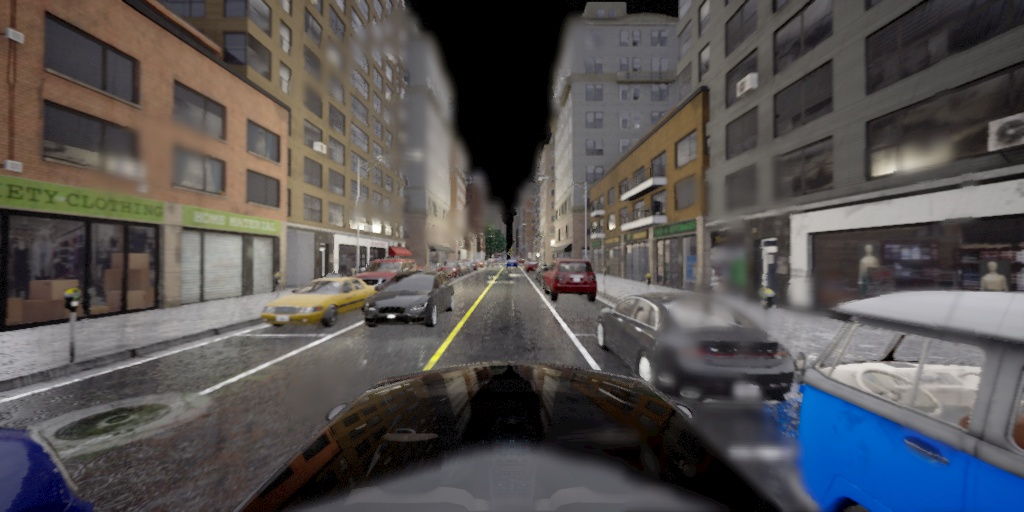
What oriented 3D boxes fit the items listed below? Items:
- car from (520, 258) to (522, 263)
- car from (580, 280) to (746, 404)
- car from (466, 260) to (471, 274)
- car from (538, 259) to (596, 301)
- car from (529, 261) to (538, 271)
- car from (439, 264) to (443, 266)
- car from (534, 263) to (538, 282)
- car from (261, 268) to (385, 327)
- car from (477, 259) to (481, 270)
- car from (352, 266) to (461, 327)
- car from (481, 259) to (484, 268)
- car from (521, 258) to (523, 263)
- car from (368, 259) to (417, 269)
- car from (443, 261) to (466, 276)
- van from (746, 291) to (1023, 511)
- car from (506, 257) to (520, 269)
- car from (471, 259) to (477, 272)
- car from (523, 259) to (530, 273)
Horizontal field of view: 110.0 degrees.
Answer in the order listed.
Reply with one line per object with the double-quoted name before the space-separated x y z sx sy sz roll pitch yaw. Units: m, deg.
"car" 2.668 1.344 55.683 2.007 1.370 4.403 0 0 0
"car" 2.674 1.301 6.261 2.007 1.370 4.403 0 0 0
"car" -5.858 1.296 39.029 1.751 1.417 4.829 0 0 0
"car" 2.672 1.068 17.244 2.192 1.841 5.009 0 0 0
"car" 2.671 1.311 28.226 2.007 1.370 4.403 0 0 0
"car" -5.858 1.338 22.720 1.802 1.307 4.207 0 0 0
"car" 2.672 1.322 22.735 1.948 1.339 4.313 0 0 0
"car" -5.857 1.277 11.564 1.751 1.417 4.829 0 0 0
"car" -5.858 1.225 50.184 1.967 1.591 4.097 0 0 0
"car" -3.040 1.255 11.518 1.837 1.490 4.892 0 1 0
"car" -5.859 1.242 61.170 1.967 1.591 4.097 0 0 0
"car" 2.669 1.330 50.191 1.888 1.381 4.507 0 0 0
"car" -5.857 1.068 17.227 2.192 1.841 5.009 0 0 0
"car" -5.858 1.205 33.705 1.967 1.591 4.097 0 0 0
"van" 2.675 1.091 0.769 1.690 1.789 3.998 0 0 0
"car" -0.001 1.277 59.184 1.882 1.535 5.008 0 0 0
"car" -5.858 1.328 44.691 2.007 1.370 4.403 0 0 0
"car" 2.670 1.323 44.700 1.888 1.381 4.507 0 0 0
